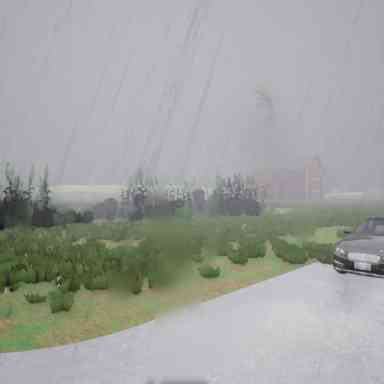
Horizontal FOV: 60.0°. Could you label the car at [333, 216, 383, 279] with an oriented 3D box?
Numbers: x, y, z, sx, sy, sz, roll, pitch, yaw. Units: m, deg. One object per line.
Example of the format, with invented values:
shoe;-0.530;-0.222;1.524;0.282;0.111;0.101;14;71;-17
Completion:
car;5.751;1.491;9.652;2.128;1.511;4.902;0;0;44
